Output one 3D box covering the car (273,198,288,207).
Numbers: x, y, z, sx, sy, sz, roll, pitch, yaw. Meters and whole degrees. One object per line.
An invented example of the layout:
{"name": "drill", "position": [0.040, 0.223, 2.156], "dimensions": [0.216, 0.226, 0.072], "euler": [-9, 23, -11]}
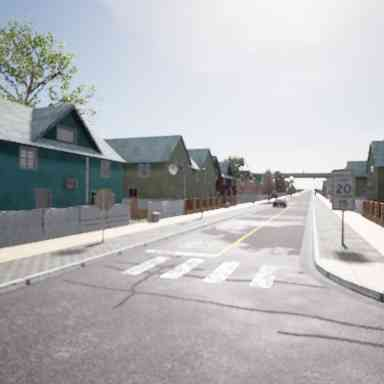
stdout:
{"name": "car", "position": [13.225, 1.566, 49.833], "dimensions": [1.895, 1.301, 4.718], "euler": [0, 0, 20]}
